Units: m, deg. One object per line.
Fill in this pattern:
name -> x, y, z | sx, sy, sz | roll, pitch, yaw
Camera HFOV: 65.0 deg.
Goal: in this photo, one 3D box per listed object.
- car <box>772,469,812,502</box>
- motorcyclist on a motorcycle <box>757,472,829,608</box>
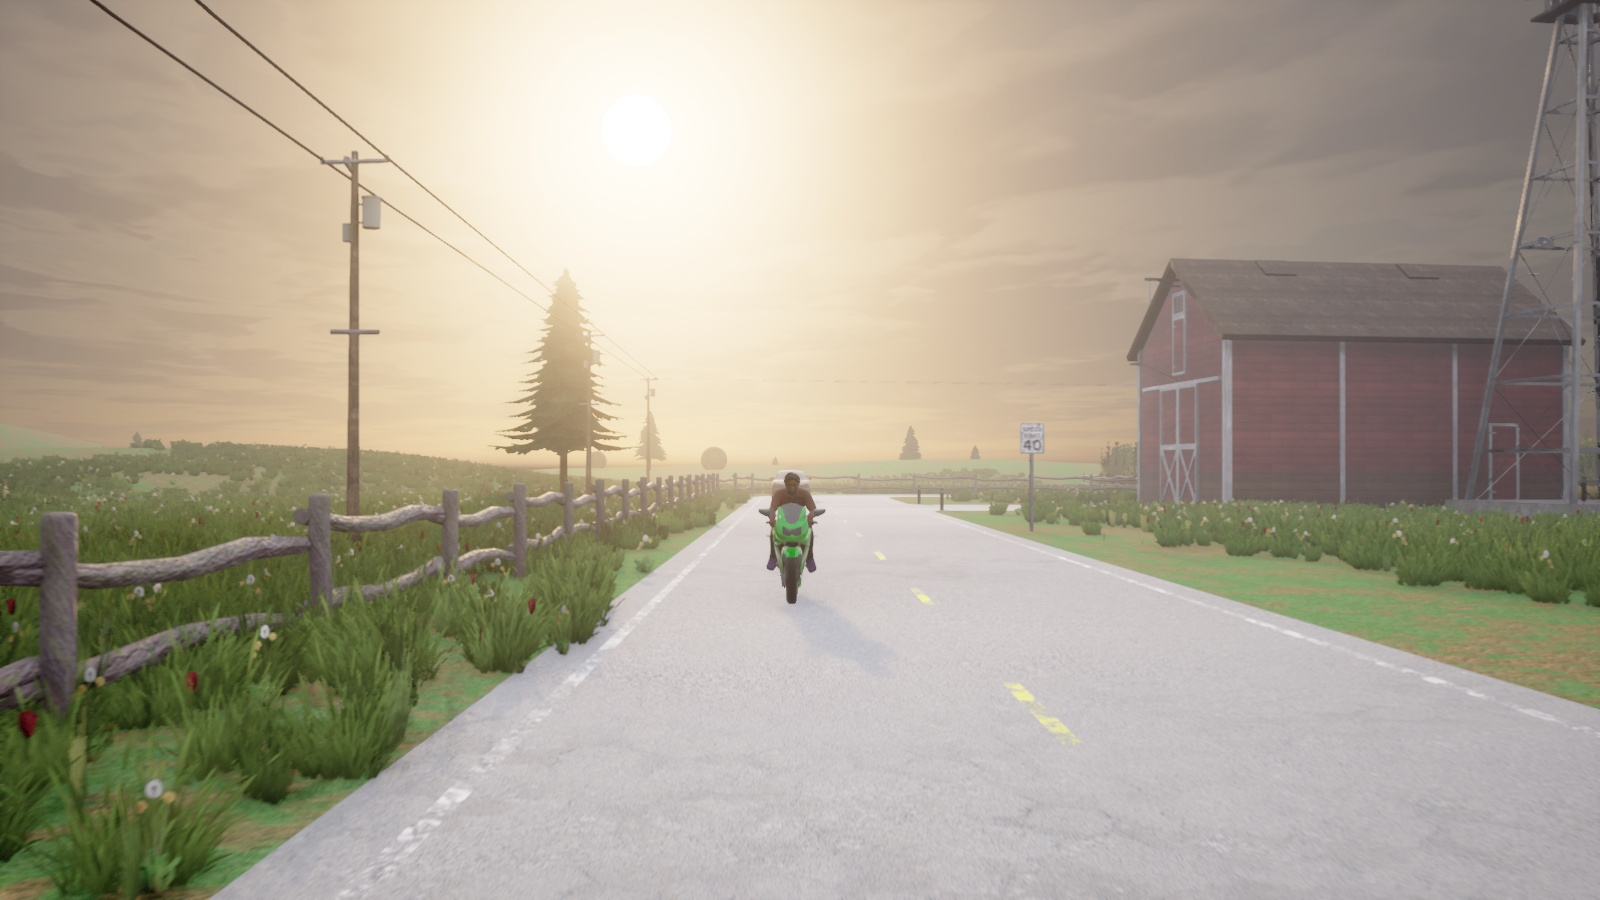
car -> -0.441, 1.742, 62.516 | 1.882, 1.535, 5.008 | 0, -1, -1
motorcyclist on a motorcycle -> -0.089, 1.024, 15.072 | 0.797, 1.523, 2.044 | 0, -1, 0
